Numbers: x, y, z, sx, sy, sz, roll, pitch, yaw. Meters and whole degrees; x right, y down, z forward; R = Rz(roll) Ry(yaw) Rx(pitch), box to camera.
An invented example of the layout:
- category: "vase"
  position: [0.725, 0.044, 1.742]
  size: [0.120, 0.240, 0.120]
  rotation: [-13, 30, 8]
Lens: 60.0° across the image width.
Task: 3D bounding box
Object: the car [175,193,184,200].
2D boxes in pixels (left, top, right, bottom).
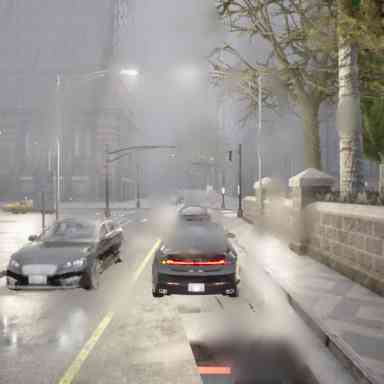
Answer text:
- category: "car"
  position: [-3.023, 1.057, 80.344]
  size: [2.097, 1.767, 4.553]
  rotation: [0, 1, 0]

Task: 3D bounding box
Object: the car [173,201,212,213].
- category: "car"
  position: [0.095, 1.477, 18.849]
  size: [1.882, 1.535, 5.008]
  rotation: [0, 0, 0]

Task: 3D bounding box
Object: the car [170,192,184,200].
- category: "car"
  position: [-3.086, 1.091, 60.062]
  size: [2.150, 2.045, 5.566]
  rotation: [0, 0, 1]

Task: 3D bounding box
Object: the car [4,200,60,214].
- category: "car"
  position: [-14.941, 1.398, 31.177]
  size: [4.829, 1.417, 1.752]
  rotation: [1, -1, 0]

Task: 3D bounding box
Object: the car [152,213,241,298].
- category: "car"
  position: [0.096, 1.505, 8.528]
  size: [1.837, 1.490, 4.892]
  rotation: [0, 0, 0]

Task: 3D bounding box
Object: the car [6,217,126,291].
- category: "car"
  position: [-3.087, 1.492, 9.124]
  size: [2.128, 1.511, 4.902]
  rotation: [0, 0, 0]

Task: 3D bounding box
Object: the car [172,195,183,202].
- category: "car"
  position: [-3.020, 1.322, 70.057]
  size: [2.128, 1.511, 4.902]
  rotation: [0, 0, 0]

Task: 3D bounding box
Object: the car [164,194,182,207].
- category: "car"
  position: [-3.105, 1.424, 50.177]
  size: [2.128, 1.511, 4.902]
  rotation: [0, 0, 0]
